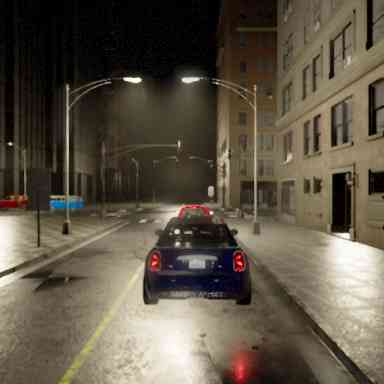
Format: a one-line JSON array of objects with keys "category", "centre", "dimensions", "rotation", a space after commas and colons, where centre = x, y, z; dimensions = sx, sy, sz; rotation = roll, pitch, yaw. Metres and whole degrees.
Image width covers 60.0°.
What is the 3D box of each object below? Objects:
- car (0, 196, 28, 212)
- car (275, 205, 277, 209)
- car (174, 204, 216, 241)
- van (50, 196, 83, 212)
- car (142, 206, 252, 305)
[{"category": "car", "centre": [-20.322, 1.332, 38.269], "dimensions": [5.009, 1.841, 2.192], "rotation": [0, 0, -1]}, {"category": "car", "centre": [12.162, 1.500, 38.725], "dimensions": [4.829, 1.417, 1.752], "rotation": [0, 0, -1]}, {"category": "car", "centre": [0.118, 1.466, 17.512], "dimensions": [1.882, 1.535, 5.008], "rotation": [0, 0, 0]}, {"category": "van", "centre": [-14.681, 1.360, 38.348], "dimensions": [3.998, 1.788, 1.690], "rotation": [0, 0, -1]}, {"category": "car", "centre": [0.108, 1.346, 8.223], "dimensions": [2.097, 1.767, 4.553], "rotation": [0, 0, 0]}]
